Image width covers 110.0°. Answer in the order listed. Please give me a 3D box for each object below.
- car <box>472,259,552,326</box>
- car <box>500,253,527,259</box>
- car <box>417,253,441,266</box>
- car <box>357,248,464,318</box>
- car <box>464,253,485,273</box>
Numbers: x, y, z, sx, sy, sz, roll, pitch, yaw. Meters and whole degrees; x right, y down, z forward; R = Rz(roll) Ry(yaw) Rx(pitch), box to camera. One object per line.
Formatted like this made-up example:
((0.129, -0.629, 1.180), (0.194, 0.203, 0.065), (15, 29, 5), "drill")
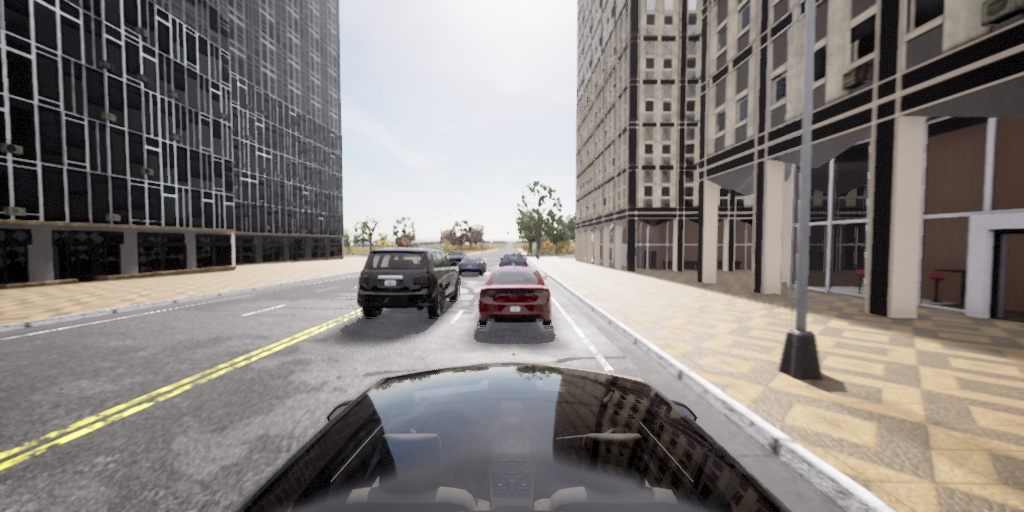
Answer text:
((0.087, 1.026, 10.860), (1.882, 1.535, 5.008), (0, 1, 0), "car")
((0.108, 0.524, 27.893), (2.097, 1.767, 4.553), (0, 1, 0), "car")
((-9.803, 0.363, 42.692), (1.812, 1.442, 4.674), (0, 1, 0), "car")
((-3.155, 0.743, 12.010), (2.150, 2.045, 5.566), (0, 1, 0), "car")
((-3.138, 0.713, 28.892), (1.994, 1.385, 4.181), (0, 1, 0), "car")
